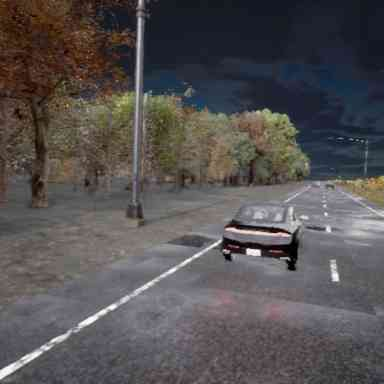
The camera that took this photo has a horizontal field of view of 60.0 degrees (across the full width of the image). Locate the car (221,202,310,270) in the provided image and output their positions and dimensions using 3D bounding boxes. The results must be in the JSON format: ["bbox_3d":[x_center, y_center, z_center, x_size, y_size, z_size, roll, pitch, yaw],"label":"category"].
[{"bbox_3d":[2.274,1.059,9.717,2.128,1.511,4.902,3,3,21],"label":"car"}]

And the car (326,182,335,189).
[{"bbox_3d":[35.314,-1.542,84.770,1.837,1.490,4.892,3,3,21],"label":"car"}]

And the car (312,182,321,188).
[{"bbox_3d":[32.055,-1.708,86.035,2.128,1.511,4.902,3,3,21],"label":"car"}]
